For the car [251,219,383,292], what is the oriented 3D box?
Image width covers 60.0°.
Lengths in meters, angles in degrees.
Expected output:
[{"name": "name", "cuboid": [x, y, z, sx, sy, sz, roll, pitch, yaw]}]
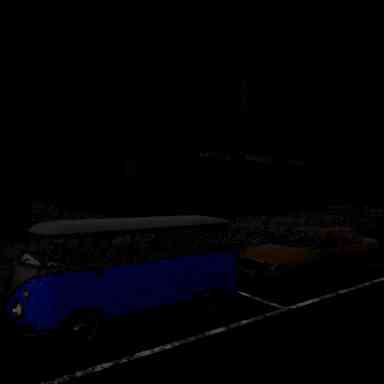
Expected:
[{"name": "car", "cuboid": [3.253, 1.526, 8.953, 4.829, 1.417, 1.752, 0, 0, -35]}]

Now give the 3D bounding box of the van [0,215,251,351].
[{"name": "van", "cuboid": [-1.042, 1.341, 5.903, 3.998, 1.788, 1.690, 0, 0, -35]}]
